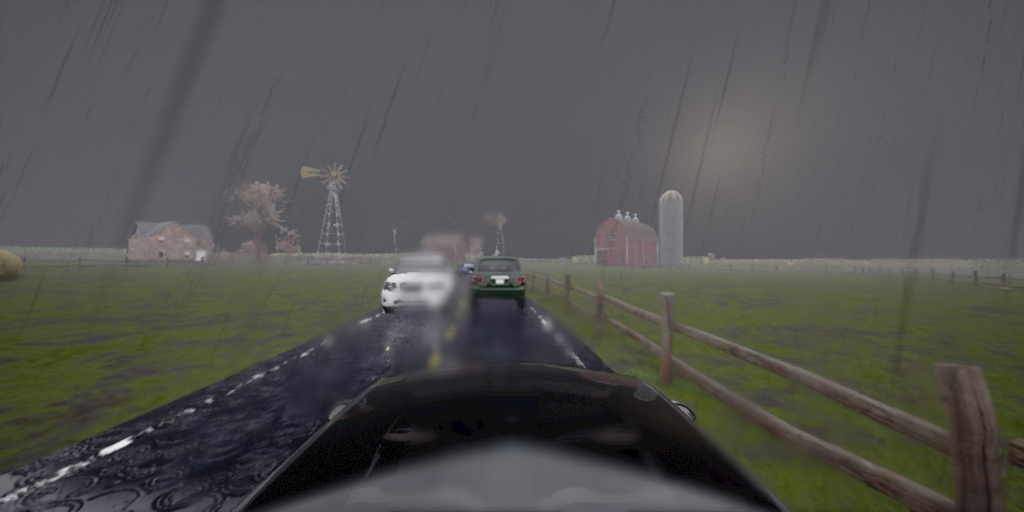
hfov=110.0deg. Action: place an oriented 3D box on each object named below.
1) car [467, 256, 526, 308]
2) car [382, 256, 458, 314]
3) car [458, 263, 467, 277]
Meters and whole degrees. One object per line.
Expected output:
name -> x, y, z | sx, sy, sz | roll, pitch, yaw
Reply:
car -> -0.707, 1.038, 15.705 | 2.150, 2.045, 5.566 | 0, 0, -6
car -> -3.528, 1.016, 14.379 | 2.150, 2.045, 5.566 | 0, 0, -6
car -> -4.609, 1.393, 37.347 | 1.812, 1.442, 4.674 | 0, 0, -14
